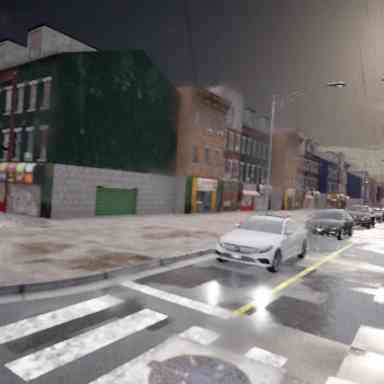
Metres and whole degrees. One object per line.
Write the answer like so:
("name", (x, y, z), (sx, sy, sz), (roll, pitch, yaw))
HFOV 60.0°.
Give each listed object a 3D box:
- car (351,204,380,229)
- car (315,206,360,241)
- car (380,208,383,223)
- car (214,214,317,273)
("car", (13.345, 1.842, 26.581), (2.097, 1.767, 4.553), (4, 1, 35))
("car", (7.744, 1.717, 18.552), (1.837, 1.490, 4.892), (4, 1, 35))
("car", (18.950, 2.347, 34.609), (2.033, 1.411, 5.357), (4, 1, 35))
("car", (2.503, 1.517, 11.026), (1.812, 1.442, 4.674), (4, 1, 33))
